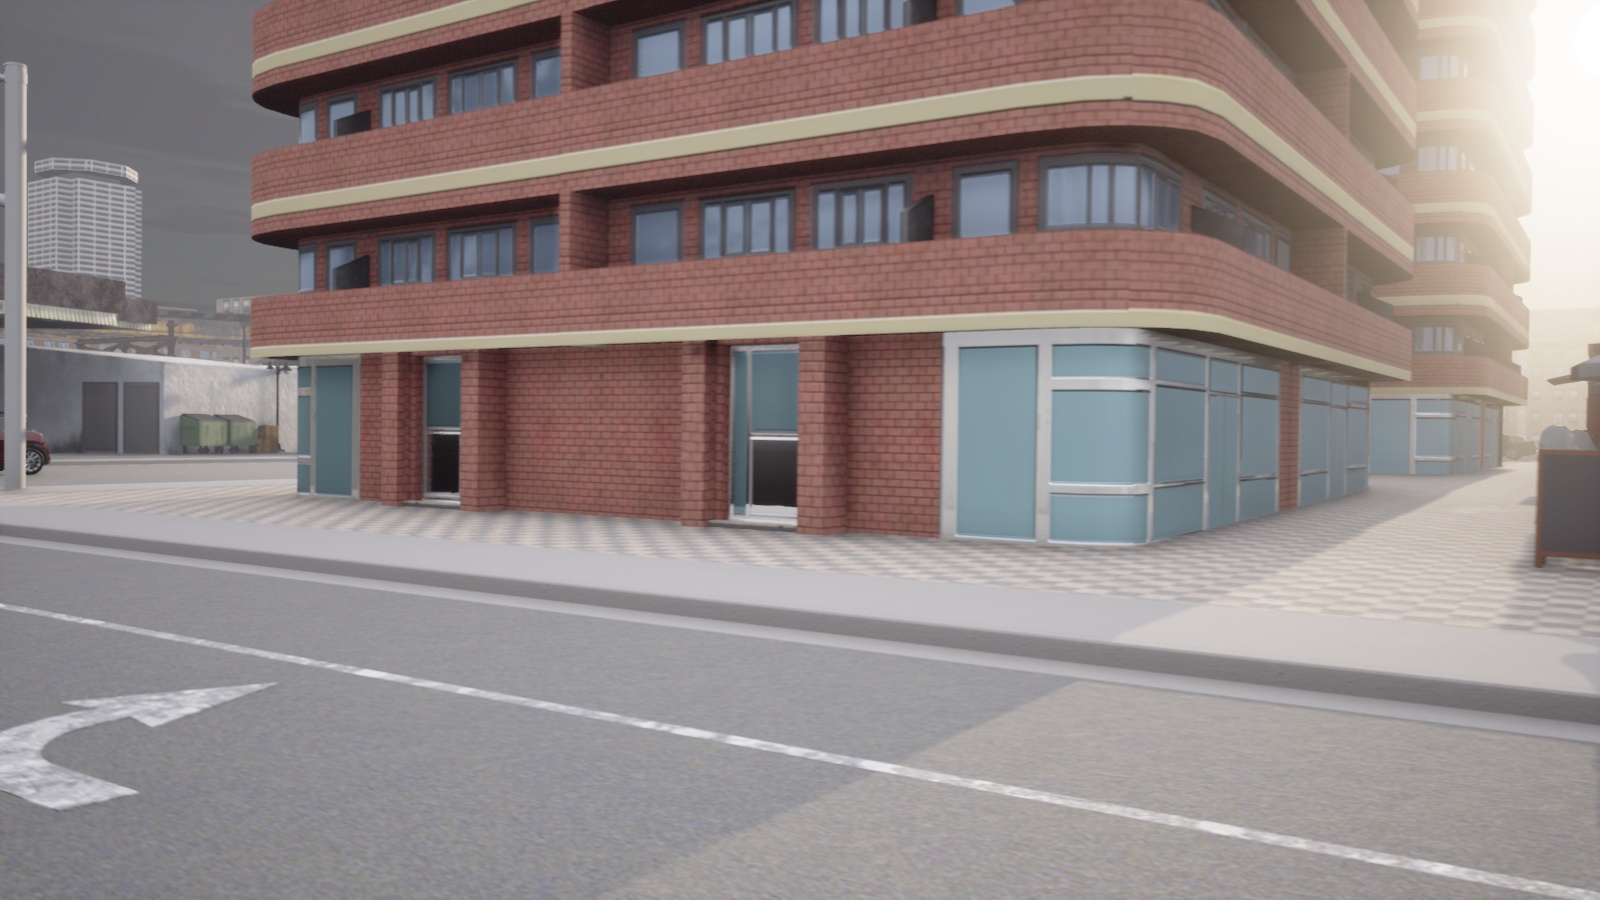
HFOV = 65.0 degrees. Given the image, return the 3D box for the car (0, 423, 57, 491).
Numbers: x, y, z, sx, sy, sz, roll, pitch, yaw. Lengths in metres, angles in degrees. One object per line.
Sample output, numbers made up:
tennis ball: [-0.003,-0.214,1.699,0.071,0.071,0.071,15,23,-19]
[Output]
car: [-22.195,0.195,32.580,2.097,1.767,4.553,0,1,32]

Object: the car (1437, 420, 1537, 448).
car: [39.196,-0.896,71.689,4.892,1.490,1.837,-1,1,34]
